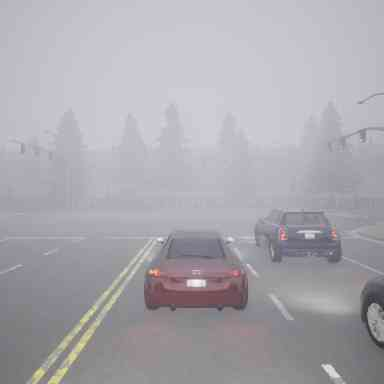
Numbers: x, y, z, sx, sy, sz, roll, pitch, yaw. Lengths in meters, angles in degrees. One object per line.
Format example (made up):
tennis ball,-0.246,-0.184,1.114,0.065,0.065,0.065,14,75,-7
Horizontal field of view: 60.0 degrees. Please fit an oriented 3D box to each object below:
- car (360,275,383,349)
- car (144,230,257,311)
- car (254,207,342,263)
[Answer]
car,3.589,1.504,3.357,1.837,1.490,4.892,0,0,0
car,0.075,1.564,7.826,1.994,1.385,4.181,0,0,0
car,3.627,1.352,12.200,2.097,1.767,4.553,0,0,2
